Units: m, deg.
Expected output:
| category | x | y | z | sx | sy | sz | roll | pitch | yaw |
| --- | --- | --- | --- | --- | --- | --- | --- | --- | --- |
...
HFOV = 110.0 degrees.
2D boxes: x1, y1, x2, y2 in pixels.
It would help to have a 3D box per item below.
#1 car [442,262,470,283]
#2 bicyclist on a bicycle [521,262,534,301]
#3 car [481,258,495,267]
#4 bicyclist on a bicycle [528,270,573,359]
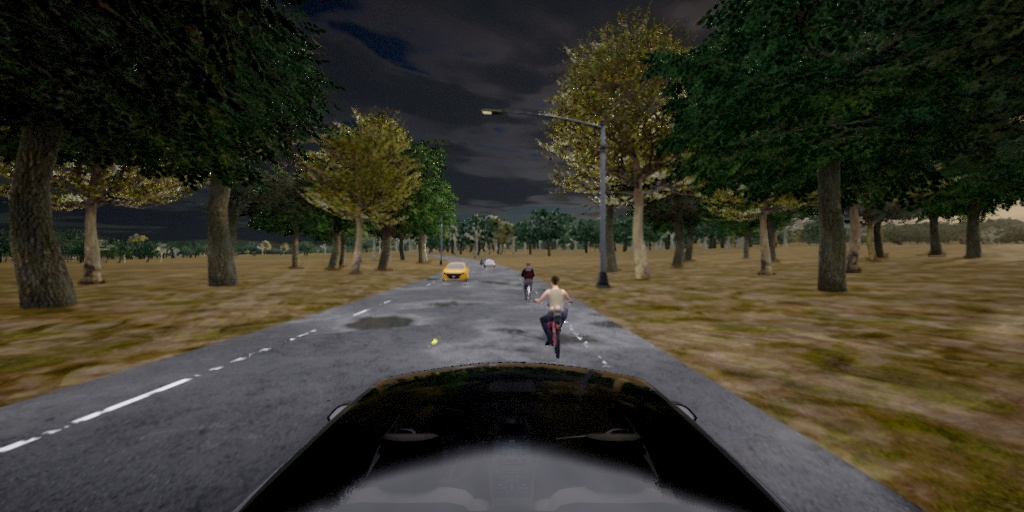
| category | x | y | z | sx | sy | sz | roll | pitch | yaw |
| --- | --- | --- | --- | --- | --- | --- | --- | --- | --- |
| car | -4.489 | 1.265 | 29.145 | 1.882 | 1.535 | 5.008 | 0 | 0 | -4 |
| bicyclist on a bicycle | 0.700 | 1.150 | 15.788 | 0.659 | 1.776 | 1.843 | 0 | 0 | -2 |
| car | -3.960 | 1.241 | 62.817 | 1.812 | 1.442 | 4.674 | 0 | 0 | -7 |
| bicyclist on a bicycle | 0.882 | 1.200 | 7.487 | 0.866 | 1.612 | 1.509 | 0 | 2 | -1 |
